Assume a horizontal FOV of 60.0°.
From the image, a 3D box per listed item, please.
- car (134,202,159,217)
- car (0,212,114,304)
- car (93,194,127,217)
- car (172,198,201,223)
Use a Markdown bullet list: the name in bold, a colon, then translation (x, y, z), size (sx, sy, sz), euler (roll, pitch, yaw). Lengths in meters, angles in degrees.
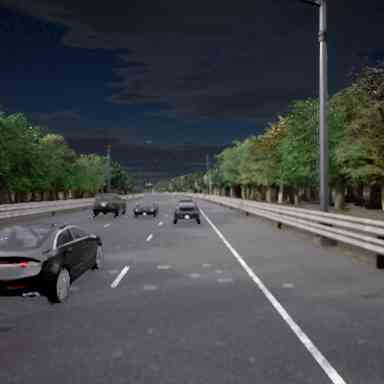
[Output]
- **car**: translation (-3.998, 1.542, 29.965), size (1.895, 1.301, 4.718), euler (0, 0, -1)
- **car**: translation (-3.530, 1.493, 8.094), size (2.128, 1.511, 4.902), euler (0, 0, -1)
- **car**: translation (-7.516, 1.188, 30.749), size (2.150, 2.045, 5.566), euler (0, 0, -1)
- **car**: translation (-0.387, 1.431, 24.737), size (1.837, 1.490, 4.892), euler (0, 0, -1)
